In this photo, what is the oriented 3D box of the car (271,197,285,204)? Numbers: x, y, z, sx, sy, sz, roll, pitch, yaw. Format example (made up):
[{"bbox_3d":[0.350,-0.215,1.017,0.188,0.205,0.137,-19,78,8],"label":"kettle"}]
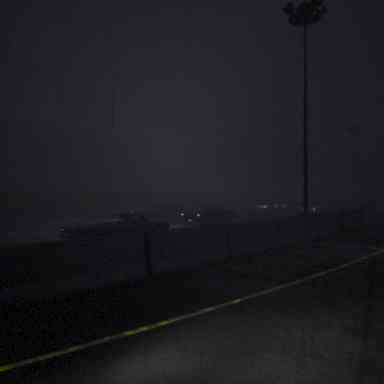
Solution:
[{"bbox_3d":[16.734,1.675,64.819,1.812,1.442,4.674,0,0,2],"label":"car"}]

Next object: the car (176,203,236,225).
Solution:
[{"bbox_3d":[1.257,1.657,24.734,1.895,1.301,4.718,0,0,40],"label":"car"}]

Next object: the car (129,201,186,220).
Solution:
[{"bbox_3d":[-3.040,1.628,30.452,2.033,1.411,5.357,0,0,39],"label":"car"}]

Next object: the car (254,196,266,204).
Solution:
[{"bbox_3d":[13.235,1.452,64.922,2.128,1.511,4.902,0,0,2],"label":"car"}]

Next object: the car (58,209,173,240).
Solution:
[{"bbox_3d":[-3.423,1.646,15.000,4.718,1.301,1.895,0,0,-42],"label":"car"}]

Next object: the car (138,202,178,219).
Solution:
[{"bbox_3d":[-2.231,1.573,26.089,1.837,1.490,4.892,0,0,40],"label":"car"}]

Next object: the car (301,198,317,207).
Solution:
[{"bbox_3d":[18.730,1.644,53.413,1.994,1.385,4.181,0,0,12],"label":"car"}]
